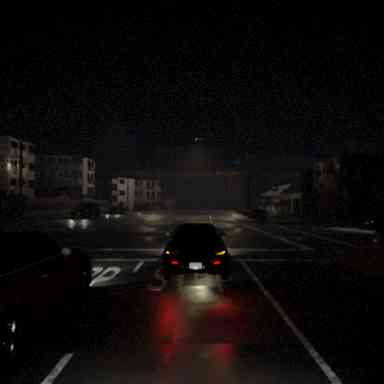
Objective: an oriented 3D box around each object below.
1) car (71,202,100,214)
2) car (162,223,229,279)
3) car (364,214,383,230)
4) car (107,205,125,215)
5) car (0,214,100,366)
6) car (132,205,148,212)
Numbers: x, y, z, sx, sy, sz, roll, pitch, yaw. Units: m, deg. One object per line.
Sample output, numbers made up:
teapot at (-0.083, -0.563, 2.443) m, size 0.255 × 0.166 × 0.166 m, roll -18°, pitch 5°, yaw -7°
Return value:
car at (-13.495, 2.338, 42.620) m, size 2.150 × 2.045 × 5.566 m, roll 0°, pitch -2°, yaw 3°
car at (0.109, 1.712, 10.556) m, size 1.812 × 1.442 × 4.674 m, roll 0°, pitch -1°, yaw 0°
car at (15.425, 2.067, 24.722) m, size 4.892 × 1.490 × 1.837 m, roll -1°, pitch -2°, yaw 1°
car at (-12.708, 3.009, 56.057) m, size 1.882 × 1.535 × 5.008 m, roll 0°, pitch -2°, yaw 4°
car at (-3.427, 1.456, 6.121) m, size 2.097 × 1.767 × 4.553 m, roll 0°, pitch -1°, yaw 0°
car at (-10.804, 3.435, 69.124) m, size 1.837 × 1.490 × 4.892 m, roll 0°, pitch -2°, yaw 15°
